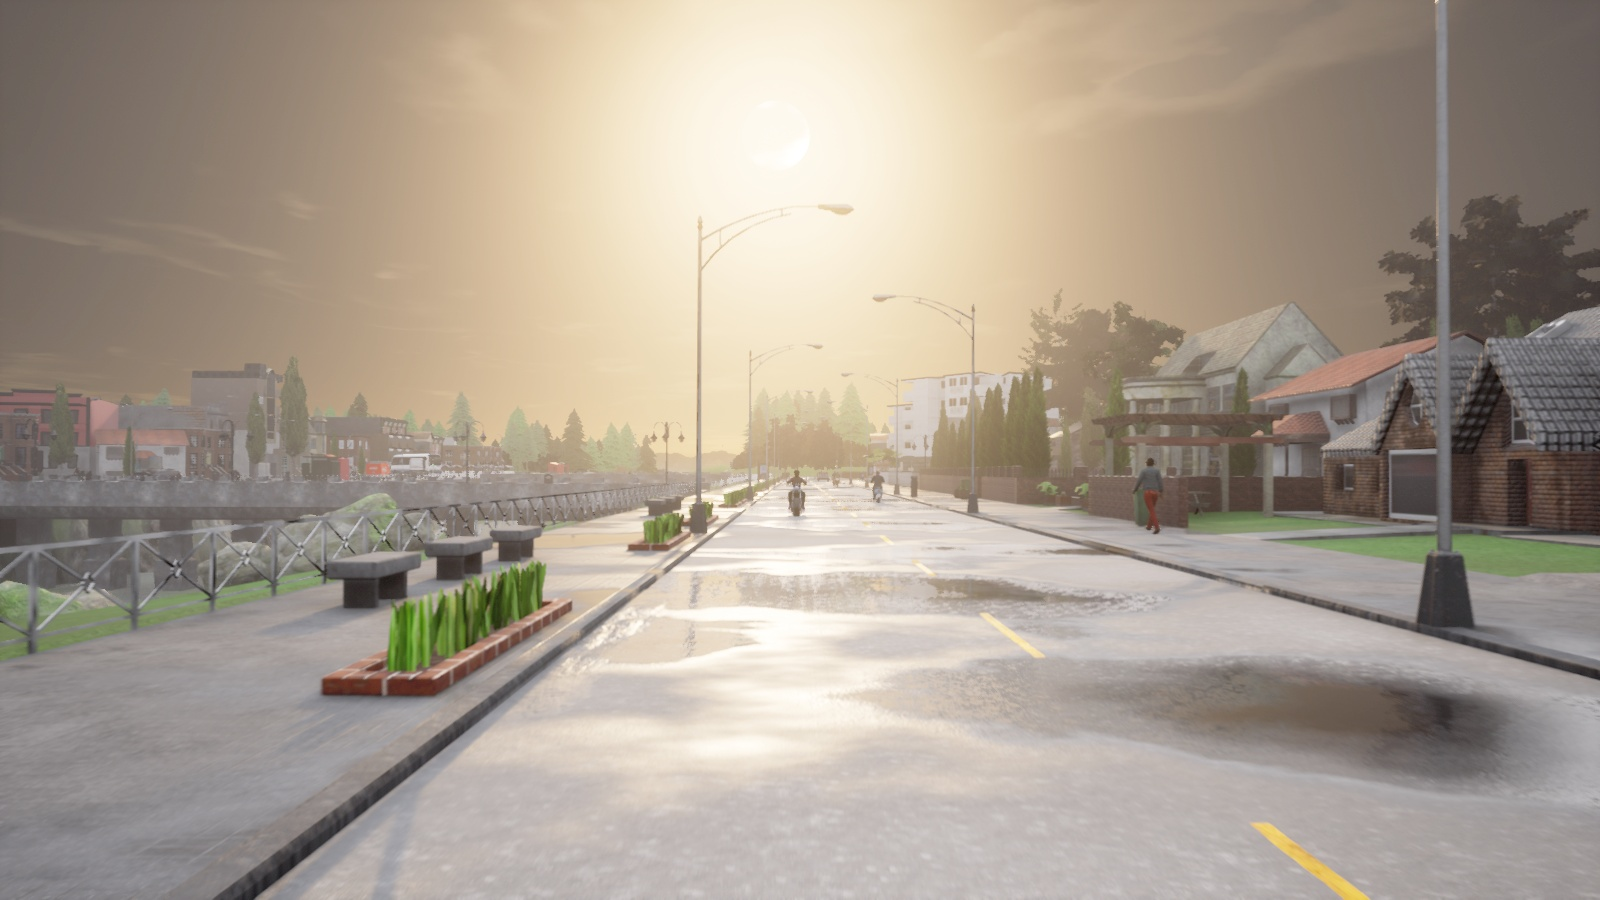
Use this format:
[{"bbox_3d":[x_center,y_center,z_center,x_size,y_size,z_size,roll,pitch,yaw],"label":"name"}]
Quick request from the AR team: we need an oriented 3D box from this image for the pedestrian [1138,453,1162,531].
[{"bbox_3d":[8.365,0.993,29.998,0.353,1.847,0.614,0,-1,-4],"label":"pedestrian"}]

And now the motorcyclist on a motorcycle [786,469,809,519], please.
[{"bbox_3d":[-0.102,1.492,43.383,0.766,1.649,2.350,0,-1,0],"label":"motorcyclist on a motorcycle"}]
